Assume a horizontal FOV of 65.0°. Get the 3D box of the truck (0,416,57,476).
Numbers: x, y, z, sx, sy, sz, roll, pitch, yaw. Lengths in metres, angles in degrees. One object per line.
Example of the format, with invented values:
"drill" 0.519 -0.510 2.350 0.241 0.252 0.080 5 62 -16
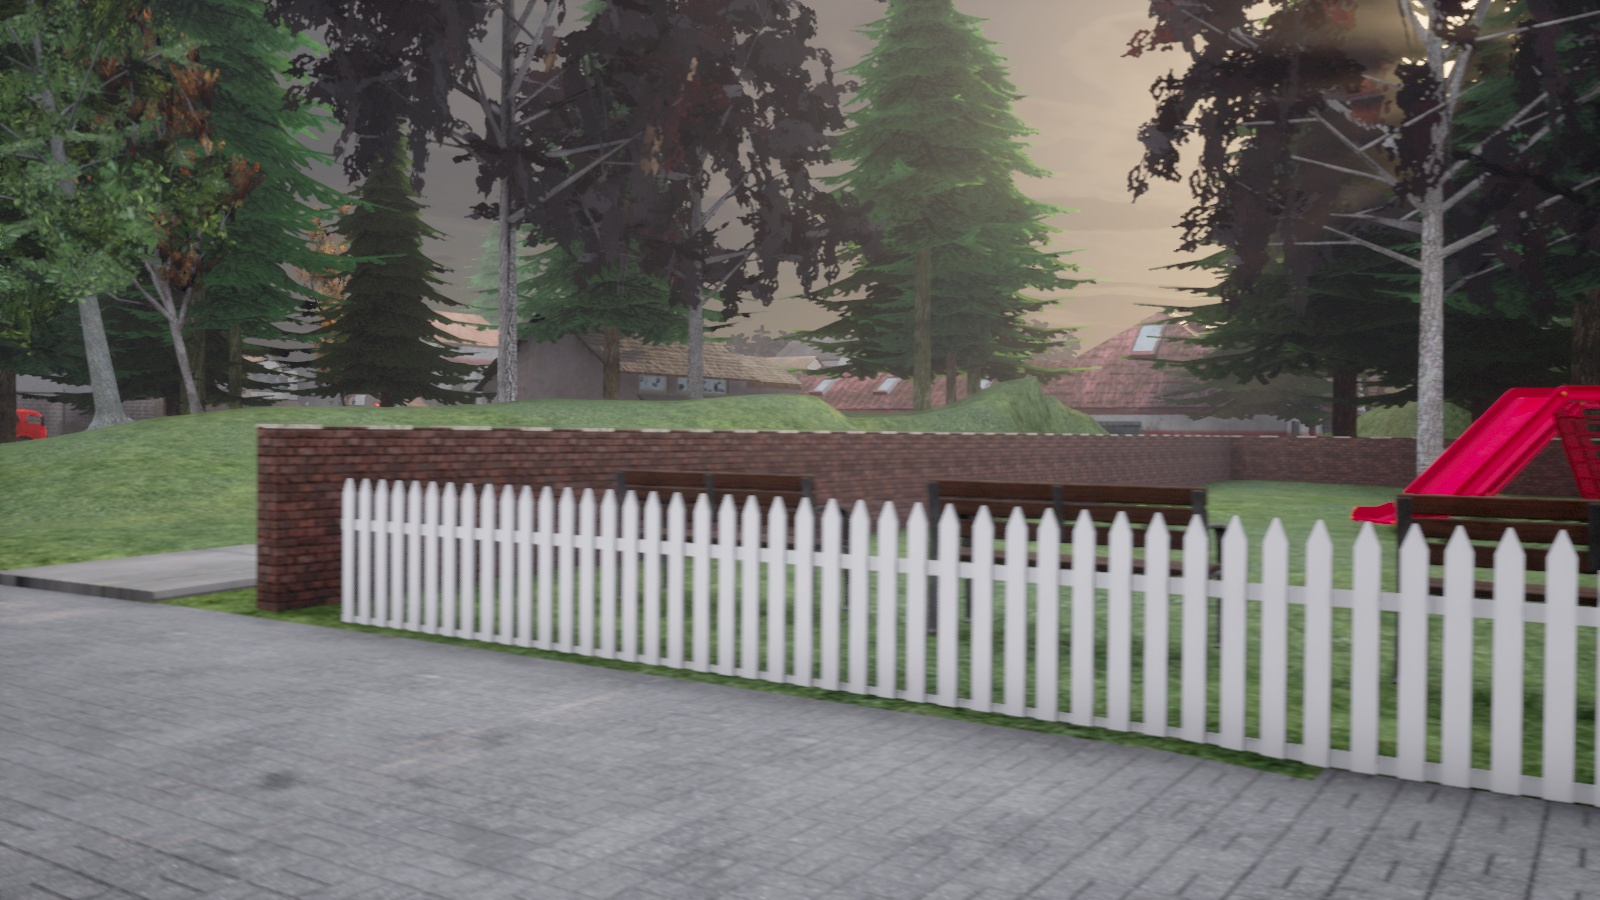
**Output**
"truck" -34.534 -0.154 52.565 2.627 2.467 5.204 0 1 34
